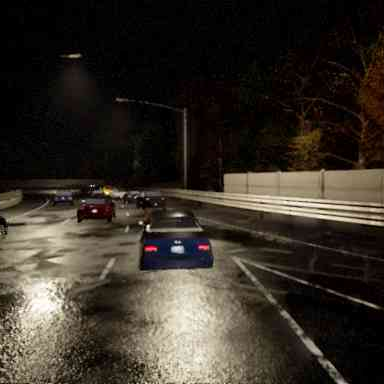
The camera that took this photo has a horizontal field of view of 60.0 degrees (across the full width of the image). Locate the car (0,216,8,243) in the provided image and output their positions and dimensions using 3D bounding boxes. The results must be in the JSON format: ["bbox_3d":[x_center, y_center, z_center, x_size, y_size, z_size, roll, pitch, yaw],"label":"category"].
[{"bbox_3d":[-7.746,1.179,10.750,2.128,1.511,4.902,0,2,-6],"label":"car"}]

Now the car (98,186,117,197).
[{"bbox_3d":[-13.010,-0.074,51.112,1.882,1.535,5.008,-1,2,-26],"label":"car"}]

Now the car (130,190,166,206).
[{"bbox_3d":[-3.417,0.659,26.904,2.128,1.511,4.902,-1,2,-18],"label":"car"}]

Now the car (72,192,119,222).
[{"bbox_3d":[-5.690,0.952,20.103,1.994,1.385,4.181,-1,2,-10],"label":"car"}]

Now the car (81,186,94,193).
[{"bbox_3d":[-18.897,-0.346,61.069,2.128,1.511,4.902,-1,2,-34],"label":"car"}]

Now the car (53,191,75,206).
[{"bbox_3d":[-12.765,0.556,33.154,2.033,1.411,5.357,-1,2,-19],"label":"car"}]

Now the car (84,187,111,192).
[{"bbox_3d":[-10.744,0.426,37.592,1.994,1.385,4.181,-1,2,-21],"label":"car"}]

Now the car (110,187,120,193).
[{"bbox_3d":[-9.749,0.254,44.172,1.895,1.301,4.718,-1,2,-24],"label":"car"}]

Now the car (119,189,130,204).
[{"bbox_3d":[-6.138,0.488,35.050,1.994,1.385,4.181,-1,2,-18],"label":"car"}]

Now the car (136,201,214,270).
[{"bbox_3d":[-0.607,1.236,9.869,2.033,1.411,5.357,0,2,-7],"label":"car"}]
